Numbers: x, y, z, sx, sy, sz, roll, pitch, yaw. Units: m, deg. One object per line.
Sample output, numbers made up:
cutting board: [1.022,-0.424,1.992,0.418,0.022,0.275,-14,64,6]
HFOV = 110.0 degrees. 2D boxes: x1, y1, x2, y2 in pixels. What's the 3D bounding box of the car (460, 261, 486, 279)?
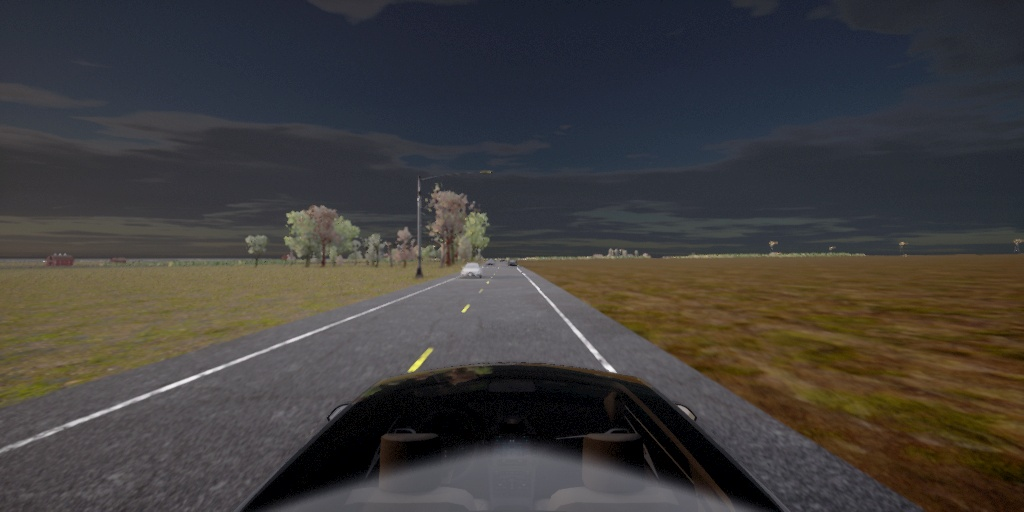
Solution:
car: [-3.832,1.410,34.945,1.812,1.442,4.674,0,0,-1]
